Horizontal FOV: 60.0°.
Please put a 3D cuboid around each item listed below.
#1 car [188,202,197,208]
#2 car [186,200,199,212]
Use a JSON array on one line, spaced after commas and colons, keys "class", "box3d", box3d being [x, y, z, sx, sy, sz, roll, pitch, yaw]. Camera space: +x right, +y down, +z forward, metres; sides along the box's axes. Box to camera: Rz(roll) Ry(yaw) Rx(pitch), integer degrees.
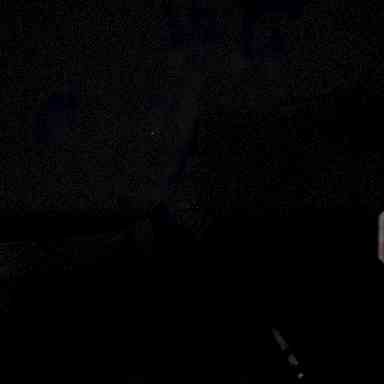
[{"class": "car", "box3d": [0.053, 2.728, 69.885, 1.895, 1.301, 4.718, 0, -1, 0]}, {"class": "car", "box3d": [0.136, 2.297, 50.324, 2.033, 1.411, 5.357, 0, -1, 0]}]
